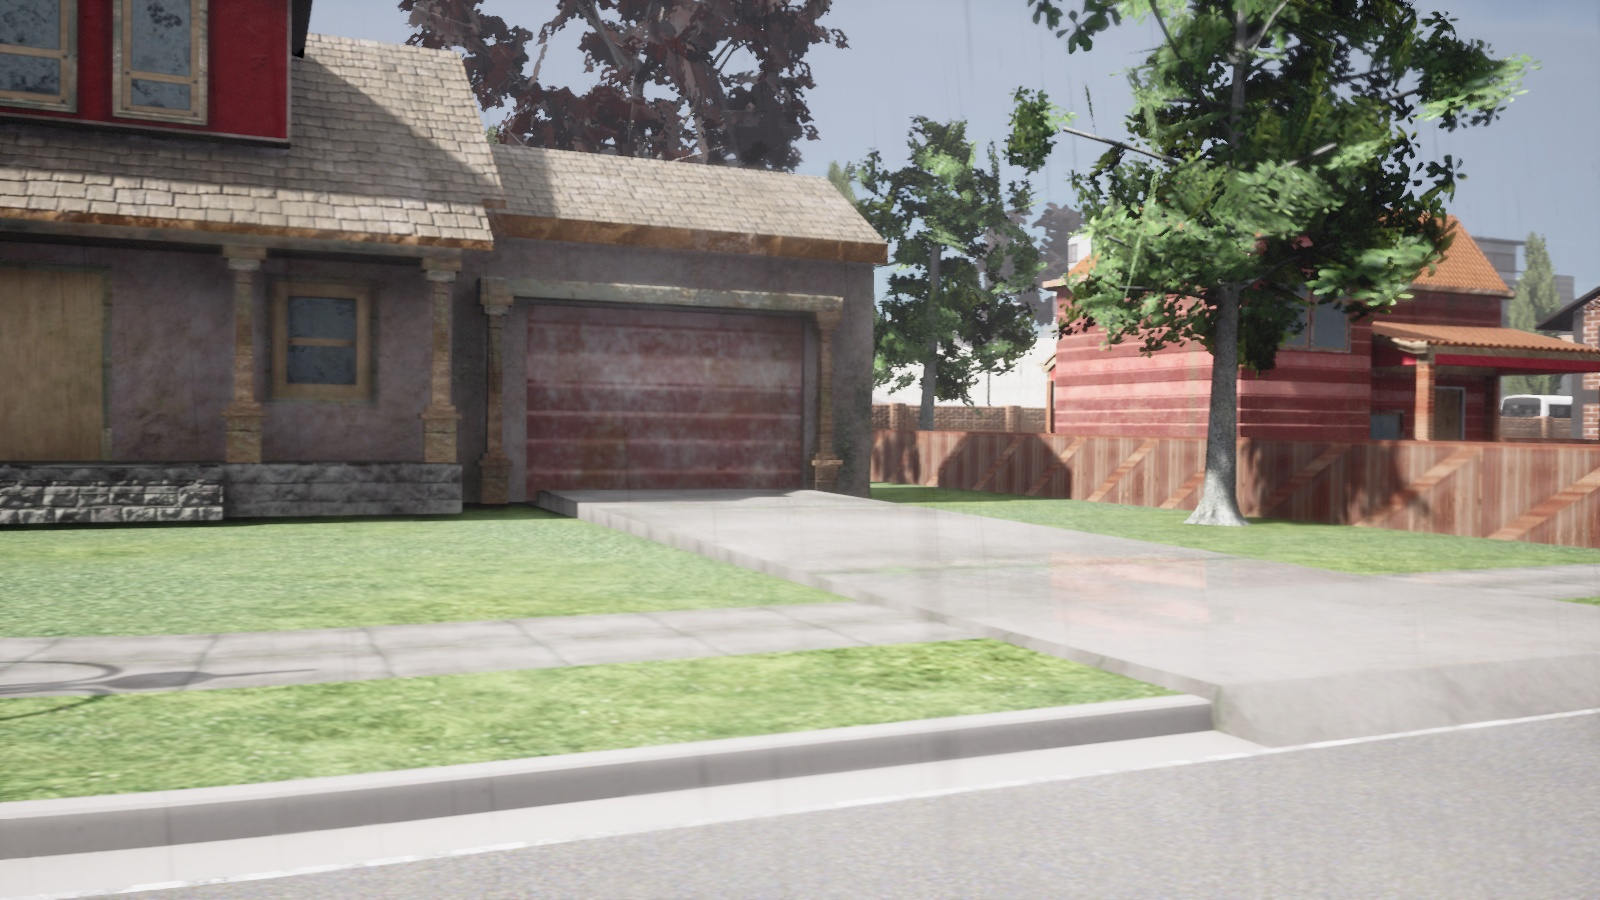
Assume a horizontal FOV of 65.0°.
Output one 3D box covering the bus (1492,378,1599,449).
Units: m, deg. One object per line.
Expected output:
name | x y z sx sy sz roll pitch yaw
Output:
bus | 49.366 -2.310 79.857 10.273 4.253 3.944 -1 1 -23
